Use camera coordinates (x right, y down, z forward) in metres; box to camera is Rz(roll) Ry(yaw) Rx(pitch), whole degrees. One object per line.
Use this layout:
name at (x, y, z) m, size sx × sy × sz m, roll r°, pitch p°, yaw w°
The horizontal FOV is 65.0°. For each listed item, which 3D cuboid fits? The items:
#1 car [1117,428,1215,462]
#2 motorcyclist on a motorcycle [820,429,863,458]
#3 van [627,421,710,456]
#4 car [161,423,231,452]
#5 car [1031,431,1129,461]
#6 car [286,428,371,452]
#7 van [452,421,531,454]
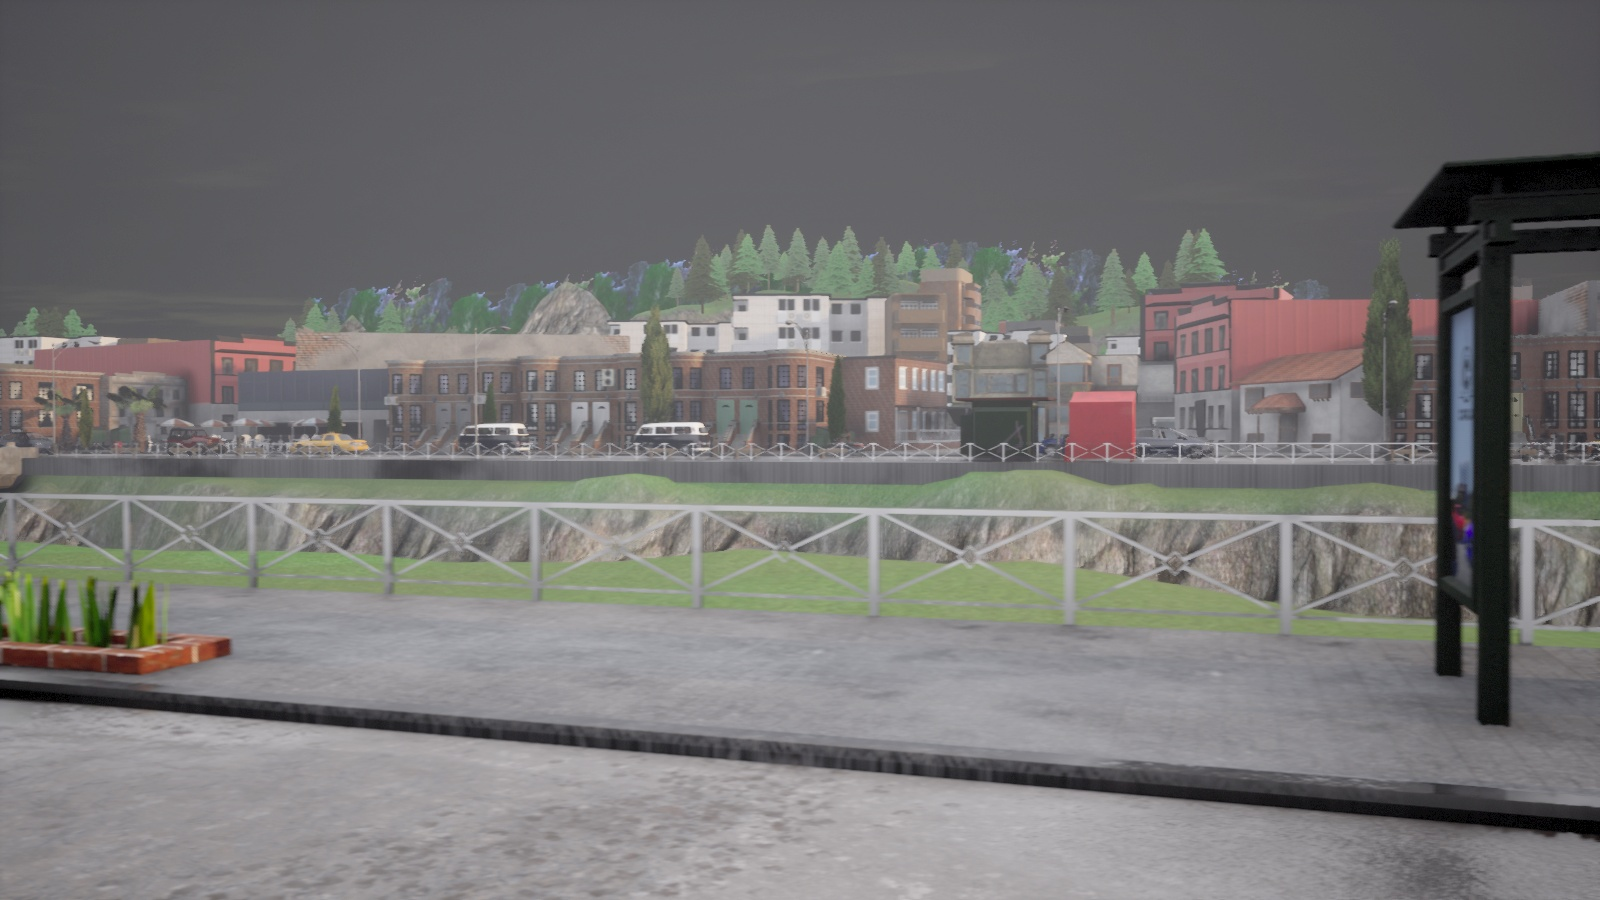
car at (18.290, -0.264, 62.664) m, size 4.611 × 1.667 × 2.242 m, roll 1°, pitch 1°, yaw 19°
motorcyclist on a motorcycle at (2.359, -0.371, 72.238) m, size 2.350 × 1.649 × 0.766 m, roll 0°, pitch 1°, yaw 19°
van at (-7.911, -0.692, 75.687) m, size 4.480 × 2.038 × 2.069 m, roll 1°, pitch 1°, yaw 19°
car at (-39.478, -0.840, 82.079) m, size 3.866 × 1.878 × 1.905 m, roll 1°, pitch 1°, yaw 19°
car at (15.138, -0.227, 67.944) m, size 5.008 × 1.535 × 1.882 m, roll 1°, pitch 1°, yaw 19°
car at (-31.380, -0.691, 83.578) m, size 5.366 × 1.575 × 1.801 m, roll 1°, pitch 1°, yaw 19°
van at (-19.536, -0.798, 79.594) m, size 4.480 × 2.038 × 2.069 m, roll 1°, pitch 1°, yaw 19°
